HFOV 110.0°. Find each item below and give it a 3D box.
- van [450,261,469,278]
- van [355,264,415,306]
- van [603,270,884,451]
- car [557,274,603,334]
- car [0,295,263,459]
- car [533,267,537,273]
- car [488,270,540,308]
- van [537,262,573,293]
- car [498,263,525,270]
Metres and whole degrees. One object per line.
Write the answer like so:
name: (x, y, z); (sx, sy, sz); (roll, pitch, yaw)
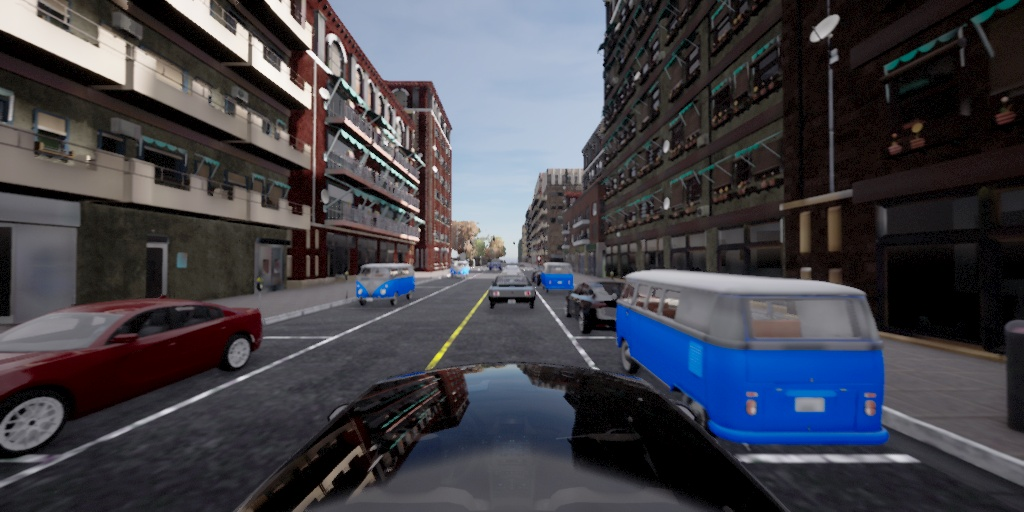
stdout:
van: (-5.684, 1.466, 39.054); (1.690, 1.789, 3.998); (0, 0, 0)
van: (-5.687, 1.234, 16.409); (1.690, 1.789, 3.998); (0, 0, 0)
van: (2.692, 1.123, 5.085); (1.690, 1.789, 3.998); (0, 0, 0)
car: (2.693, 1.403, 10.745); (1.948, 1.339, 4.313); (0, 0, 0)
car: (-5.688, 1.327, 5.086); (1.888, 1.381, 4.507); (0, 0, 0)
car: (2.695, 1.574, 27.731); (1.948, 1.339, 4.313); (0, 0, 0)
car: (0.004, 1.490, 15.968); (1.895, 1.301, 4.718); (0, -1, 0)
van: (2.694, 1.291, 22.070); (1.690, 1.789, 3.998); (0, 0, 0)
car: (0.010, 1.570, 31.242); (1.812, 1.442, 4.674); (0, 0, 0)
